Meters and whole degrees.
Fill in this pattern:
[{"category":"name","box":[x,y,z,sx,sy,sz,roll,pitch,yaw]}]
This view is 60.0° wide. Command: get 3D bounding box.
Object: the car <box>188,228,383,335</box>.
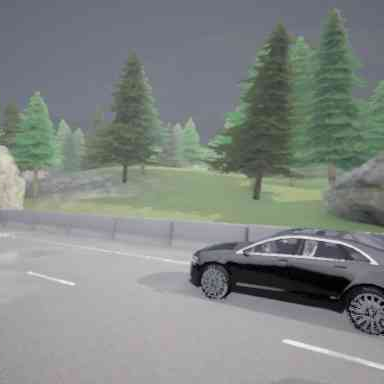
[{"category":"car","box":[2.182,1.490,6.736,4.902,1.511,2.128,0,0,36]}]
